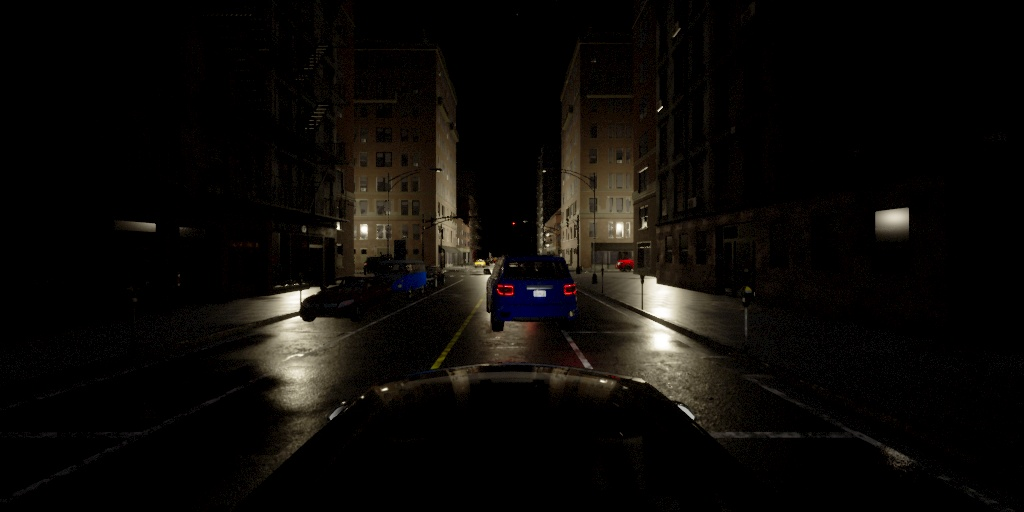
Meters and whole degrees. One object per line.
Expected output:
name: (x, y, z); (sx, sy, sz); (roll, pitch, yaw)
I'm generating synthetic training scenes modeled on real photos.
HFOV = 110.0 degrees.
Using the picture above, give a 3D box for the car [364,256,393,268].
car: (-13.652, 1.042, 40.239); (5.566, 2.045, 2.150); (-1, 0, -3)

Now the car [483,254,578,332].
car: (0.359, 0.972, 11.050); (2.150, 2.045, 5.566); (0, 0, -6)

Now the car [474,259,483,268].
car: (-5.393, 1.276, 60.813); (1.751, 1.417, 4.829); (0, 0, 0)

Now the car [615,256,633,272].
car: (15.329, 0.880, 43.071); (5.566, 2.045, 2.150); (0, 0, 0)

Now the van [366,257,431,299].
van: (-5.393, 1.091, 17.614); (1.690, 1.789, 3.998); (0, 0, 0)

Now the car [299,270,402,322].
car: (-5.394, 1.332, 12.208); (1.802, 1.307, 4.207); (0, 0, 0)

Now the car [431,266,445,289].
car: (-5.392, 1.301, 23.020); (2.007, 1.370, 4.403); (0, 0, 0)
